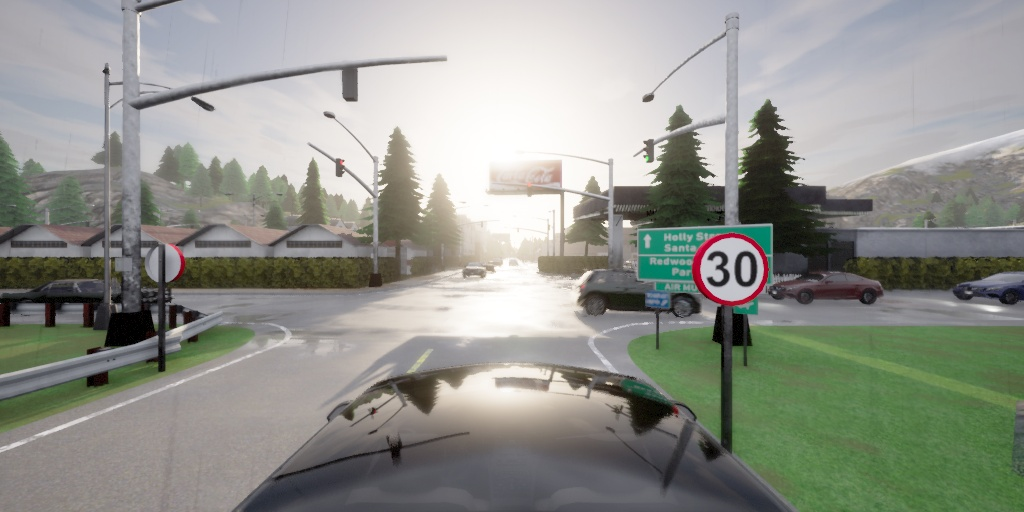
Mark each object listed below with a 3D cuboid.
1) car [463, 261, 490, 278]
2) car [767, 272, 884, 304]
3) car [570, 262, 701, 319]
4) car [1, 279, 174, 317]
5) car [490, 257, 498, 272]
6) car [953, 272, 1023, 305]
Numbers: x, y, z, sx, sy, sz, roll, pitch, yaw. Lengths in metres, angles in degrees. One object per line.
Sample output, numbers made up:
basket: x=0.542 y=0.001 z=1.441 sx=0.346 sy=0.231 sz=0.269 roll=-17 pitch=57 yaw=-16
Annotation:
car: x=-3.459 y=1.291 z=33.806 sx=1.812 sy=1.442 sz=4.674 roll=1 pitch=-1 yaw=1
car: x=14.802 y=1.467 z=17.022 sx=4.674 sy=1.442 sz=1.812 roll=0 pitch=0 yaw=0
car: x=4.553 y=1.270 z=13.462 sx=4.553 sy=1.767 sz=2.097 roll=1 pitch=0 yaw=1
car: x=-15.981 y=1.542 z=13.703 sx=4.718 sy=1.301 sz=1.895 roll=0 pitch=0 yaw=1
car: x=-3.190 y=1.314 z=45.058 sx=1.882 sy=1.535 sz=5.008 roll=1 pitch=-3 yaw=-7
car: x=23.935 y=1.467 z=16.928 sx=4.674 sy=1.442 sz=1.812 roll=0 pitch=0 yaw=1
